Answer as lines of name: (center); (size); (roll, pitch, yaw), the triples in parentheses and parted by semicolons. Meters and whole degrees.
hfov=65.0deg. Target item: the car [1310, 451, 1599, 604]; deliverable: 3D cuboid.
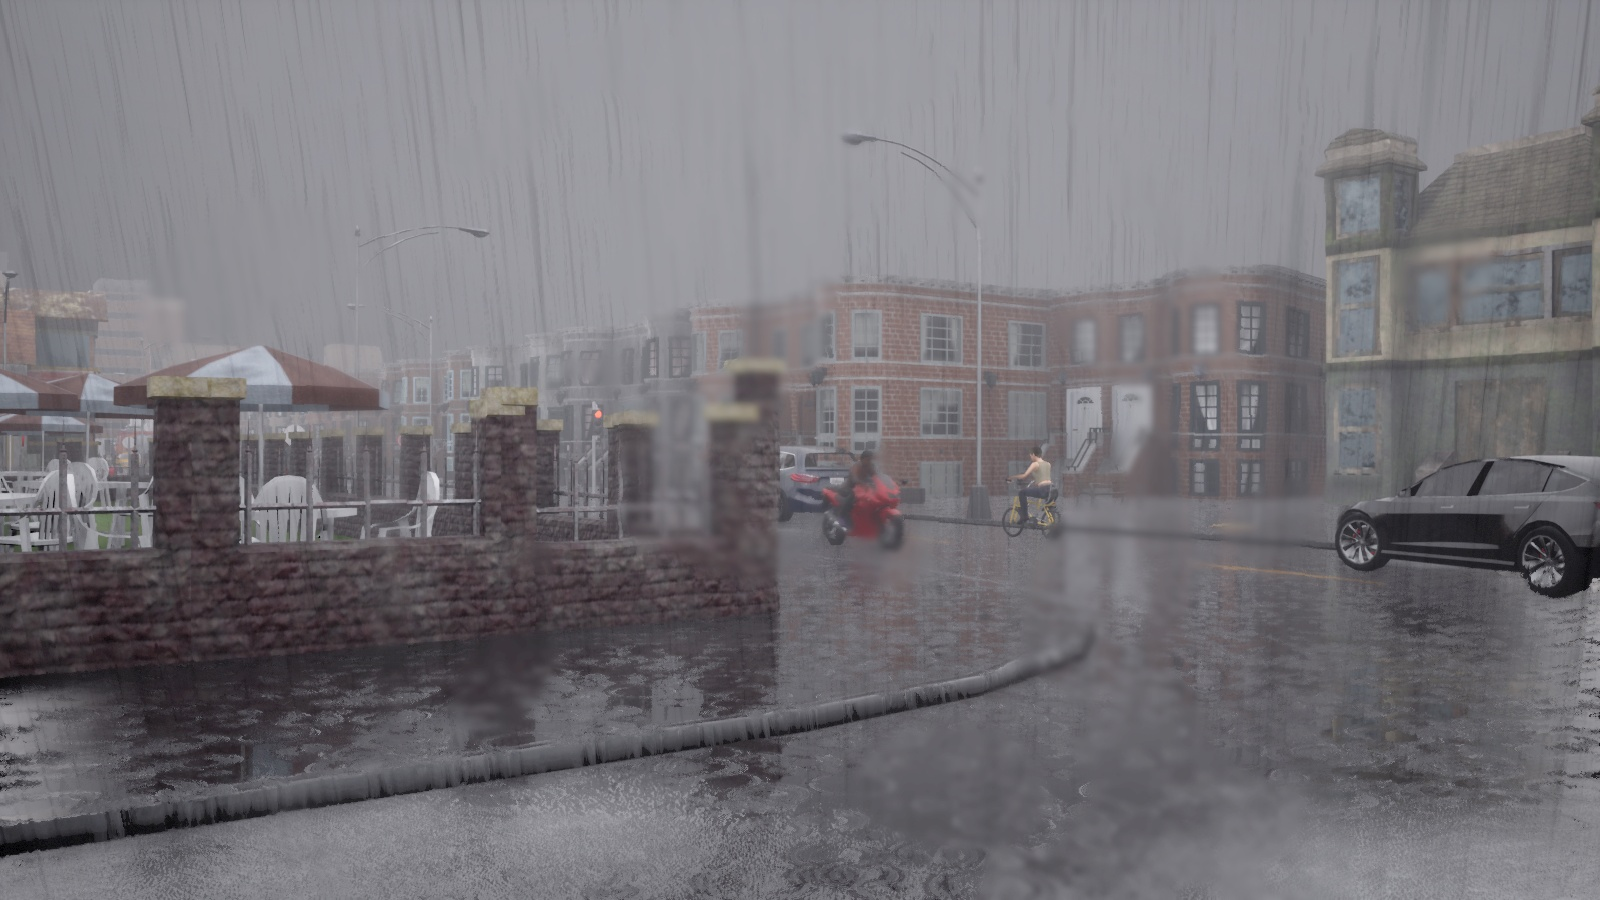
car: (8.401, 0.764, 14.686); (2.163, 1.488, 4.792); (0, 0, -12)

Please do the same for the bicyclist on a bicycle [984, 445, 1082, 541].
bicyclist on a bicycle: (4.062, 0.726, 21.936); (0.866, 1.612, 1.509); (0, 0, -34)

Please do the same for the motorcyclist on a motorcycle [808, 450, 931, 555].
motorcyclist on a motorcycle: (1.036, 0.772, 19.316); (0.797, 1.523, 2.044); (0, 0, -35)

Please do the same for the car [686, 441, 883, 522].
car: (-0.451, 0.659, 28.472); (2.242, 1.667, 4.611); (0, 0, -35)
